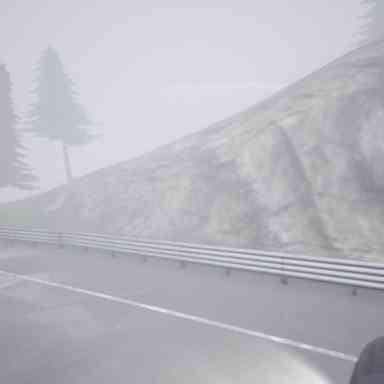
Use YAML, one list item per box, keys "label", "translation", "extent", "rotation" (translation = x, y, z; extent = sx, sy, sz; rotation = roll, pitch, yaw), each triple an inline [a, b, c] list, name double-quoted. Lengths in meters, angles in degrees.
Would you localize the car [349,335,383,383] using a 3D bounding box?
- label: "car"
  translation: [3.031, 1.546, 1.773]
  extent: [4.181, 1.385, 1.994]
  rotation: [-1, 0, 35]
